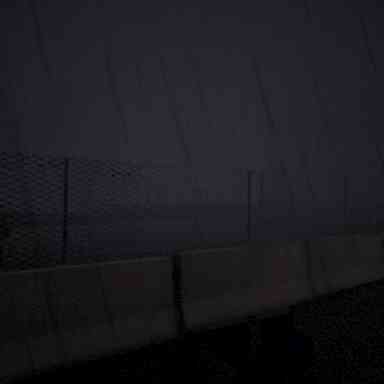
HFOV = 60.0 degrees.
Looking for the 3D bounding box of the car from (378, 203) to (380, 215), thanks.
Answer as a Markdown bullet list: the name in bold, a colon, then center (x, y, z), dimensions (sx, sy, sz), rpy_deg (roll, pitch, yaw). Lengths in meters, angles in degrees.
- **car**: center (23.484, 2.123, 42.223), dimensions (4.674, 1.442, 1.812), rpy_deg (2, -1, -35)
